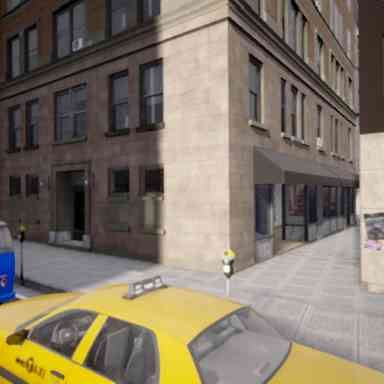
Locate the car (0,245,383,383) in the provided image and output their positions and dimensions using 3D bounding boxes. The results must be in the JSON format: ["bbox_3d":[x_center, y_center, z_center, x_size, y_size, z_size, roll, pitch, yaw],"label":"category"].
[{"bbox_3d":[-0.657,1.524,3.330,4.829,1.417,1.752,0,-1,36],"label":"car"}]

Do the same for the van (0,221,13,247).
[{"bbox_3d":[-5.131,1.338,6.535,3.998,1.788,1.690,0,-1,36],"label":"van"}]
